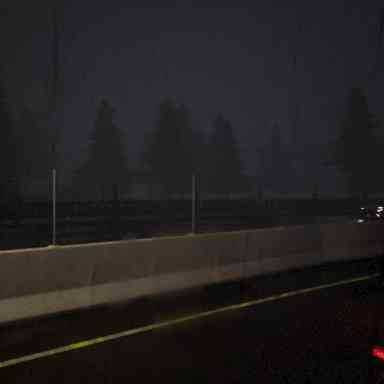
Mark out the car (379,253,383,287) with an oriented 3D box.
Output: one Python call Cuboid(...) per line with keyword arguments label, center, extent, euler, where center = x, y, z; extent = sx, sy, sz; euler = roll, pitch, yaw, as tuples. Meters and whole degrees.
Cuboid(label="car", center=(6.170, 1.509, 7.339), extent=(4.892, 1.490, 1.837), euler=(0, 0, -30))
